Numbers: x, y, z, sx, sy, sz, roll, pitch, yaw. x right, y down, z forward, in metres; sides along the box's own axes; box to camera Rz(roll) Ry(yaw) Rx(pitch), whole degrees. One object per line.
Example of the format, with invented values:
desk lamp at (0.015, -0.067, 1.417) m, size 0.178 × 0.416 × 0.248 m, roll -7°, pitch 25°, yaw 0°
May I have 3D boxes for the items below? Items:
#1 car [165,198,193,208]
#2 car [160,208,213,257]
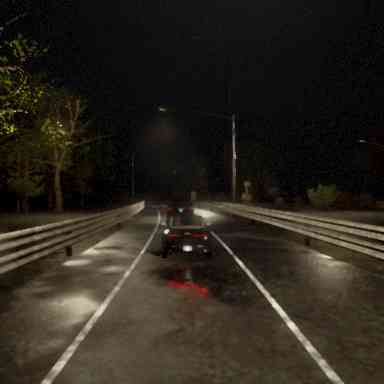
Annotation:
car at (-1.029, 1.506, 27.760) m, size 2.150 × 2.045 × 5.566 m, roll 0°, pitch 0°, yaw -4°
car at (-0.229, 1.649, 13.606) m, size 1.837 × 1.490 × 4.892 m, roll 0°, pitch 0°, yaw -2°
